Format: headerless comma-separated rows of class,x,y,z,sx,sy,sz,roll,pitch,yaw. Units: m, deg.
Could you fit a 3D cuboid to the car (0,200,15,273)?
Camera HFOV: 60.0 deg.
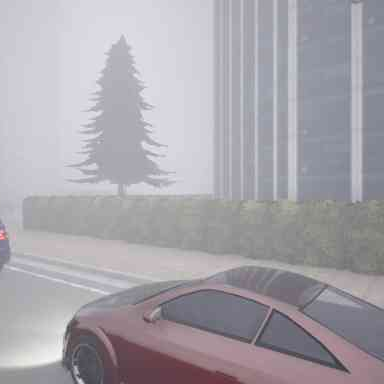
car,-7.160,1.221,9.062,5.566,2.045,2.150,0,0,35

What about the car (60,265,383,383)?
car,0.451,1.564,3.671,4.181,1.385,1.994,0,0,35

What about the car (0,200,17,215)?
car,-20.375,1.560,33.237,1.837,1.490,4.892,0,0,35
